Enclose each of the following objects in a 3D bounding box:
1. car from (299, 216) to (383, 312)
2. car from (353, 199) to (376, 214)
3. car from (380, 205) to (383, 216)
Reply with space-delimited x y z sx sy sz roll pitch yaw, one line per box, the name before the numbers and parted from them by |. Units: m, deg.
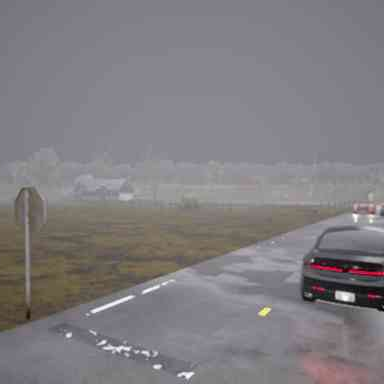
car | 3.863 1.518 7.658 1.837 1.490 4.892 0 0 32
car | 20.251 1.651 38.987 2.097 1.767 4.553 0 -1 32
car | 20.466 1.803 34.042 1.994 1.385 4.181 0 -1 33
